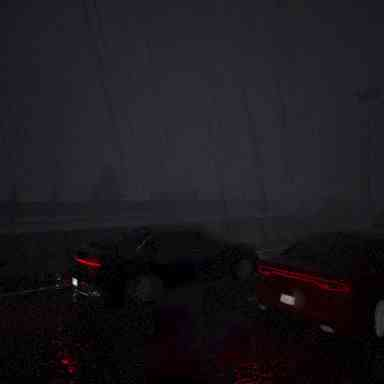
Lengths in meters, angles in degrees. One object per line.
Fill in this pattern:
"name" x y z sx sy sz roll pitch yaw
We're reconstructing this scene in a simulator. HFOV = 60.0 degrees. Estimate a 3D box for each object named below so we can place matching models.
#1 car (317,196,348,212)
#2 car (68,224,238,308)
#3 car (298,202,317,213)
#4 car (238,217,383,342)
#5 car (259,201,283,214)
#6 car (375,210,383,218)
"car" 15.893 1.459 36.941 2.150 2.045 5.566 0 -1 32
"car" -0.418 1.540 8.091 4.892 1.490 1.837 0 0 -38
"car" 14.548 1.877 41.462 1.895 1.301 4.718 0 -1 30
"car" 3.391 1.506 6.660 5.008 1.535 1.882 0 0 -39
"car" 9.585 1.791 40.074 1.812 1.442 4.674 0 -1 32
"car" 12.744 1.674 20.716 1.994 1.385 4.181 0 0 41
